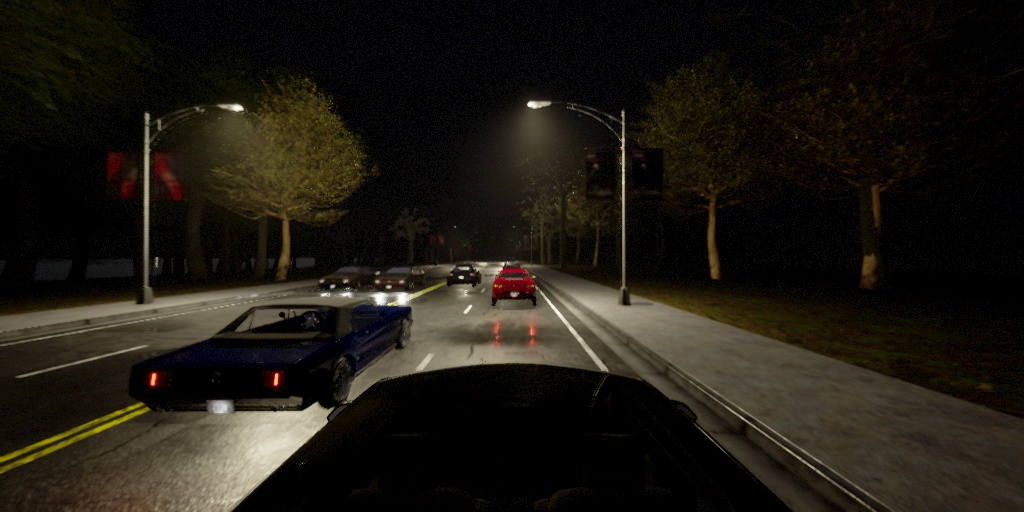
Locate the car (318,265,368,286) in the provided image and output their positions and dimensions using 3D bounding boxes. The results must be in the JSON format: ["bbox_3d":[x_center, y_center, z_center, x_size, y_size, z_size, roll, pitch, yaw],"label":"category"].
[{"bbox_3d":[-9.881,1.295,22.409,2.033,1.411,5.357,0,0,0],"label":"car"}]

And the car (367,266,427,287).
[{"bbox_3d":[-6.631,1.294,21.976,2.033,1.411,5.357,0,0,0],"label":"car"}]

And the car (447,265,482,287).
[{"bbox_3d":[-3.205,1.311,24.560,1.994,1.385,4.181,0,0,0],"label":"car"}]

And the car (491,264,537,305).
[{"bbox_3d":[0.079,1.272,15.795,1.812,1.442,4.674,0,0,0],"label":"car"}]

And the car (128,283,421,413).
[{"bbox_3d":[-3.153,1.349,6.104,1.895,1.301,4.718,0,0,0],"label":"car"}]
